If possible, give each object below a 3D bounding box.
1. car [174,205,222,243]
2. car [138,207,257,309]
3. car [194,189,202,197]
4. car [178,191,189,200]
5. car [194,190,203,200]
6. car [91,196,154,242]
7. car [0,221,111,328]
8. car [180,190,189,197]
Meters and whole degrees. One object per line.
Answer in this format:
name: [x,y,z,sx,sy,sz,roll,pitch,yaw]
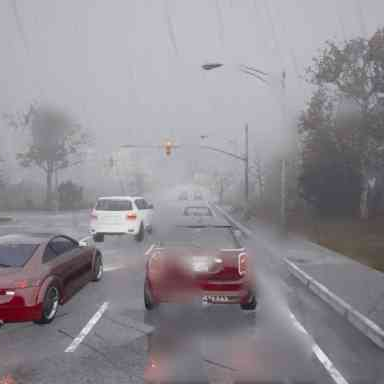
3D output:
car: [0.295,1.491,16.987,2.128,1.511,4.902,0,0,1]
car: [0.175,1.352,8.011,2.097,1.767,4.553,0,0,1]
car: [1.604,0.173,85.449,2.097,1.767,4.553,0,3,1]
car: [-2.104,1.045,75.562,1.994,1.385,4.181,0,3,1]
car: [1.395,1.017,75.488,1.812,1.442,4.674,0,3,1]
car: [-3.242,1.221,16.549,2.150,2.045,5.566,0,0,3]
car: [-3.335,1.564,7.131,1.994,1.385,4.181,0,0,1]
car: [-1.895,0.356,85.561,2.033,1.411,5.357,0,3,1]
